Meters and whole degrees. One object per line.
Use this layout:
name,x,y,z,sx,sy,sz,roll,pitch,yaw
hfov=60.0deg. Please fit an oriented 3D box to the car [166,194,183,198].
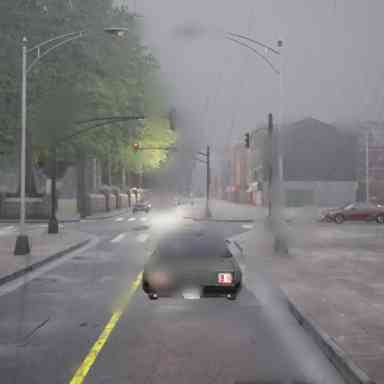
car,-3.062,1.606,57.818,1.812,1.442,4.674,0,0,0

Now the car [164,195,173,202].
car,-5.783,1.620,82.258,1.967,1.590,4.097,1,0,0

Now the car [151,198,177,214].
car,-2.922,1.634,35.718,1.895,1.301,4.718,0,0,0

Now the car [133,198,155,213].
car,-5.482,1.585,36.972,2.008,1.369,4.403,1,0,0

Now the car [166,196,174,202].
car,-5.823,1.733,87.539,1.752,1.417,4.829,1,0,0

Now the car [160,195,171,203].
car,-5.703,1.569,71.359,1.967,1.590,4.097,1,0,0

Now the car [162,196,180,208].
car,-3.003,1.652,46.136,1.895,1.301,4.718,0,0,0

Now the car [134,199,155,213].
car,-5.520,1.563,38.946,1.752,1.417,4.829,1,0,0

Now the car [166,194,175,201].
car,-5.860,1.555,93.160,2.192,1.841,5.009,1,0,0

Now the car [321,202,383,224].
car,11.659,1.471,23.623,4.674,1.442,1.812,-1,-1,1

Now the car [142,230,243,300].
car,0.033,1.605,8.341,1.895,1.301,4.718,0,0,1

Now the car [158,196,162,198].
car,-5.507,1.598,44.108,2.008,1.369,4.403,1,0,0
